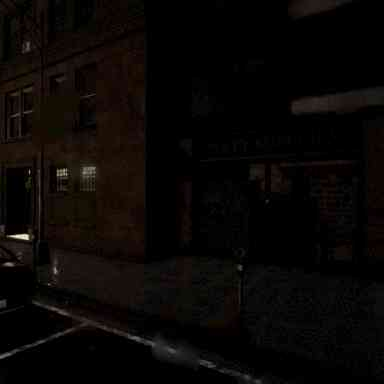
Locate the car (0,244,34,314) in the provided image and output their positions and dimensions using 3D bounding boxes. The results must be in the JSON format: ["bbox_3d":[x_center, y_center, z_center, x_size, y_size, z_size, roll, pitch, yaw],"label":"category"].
[{"bbox_3d":[-4.827,1.550,6.510,4.403,1.369,2.008,0,0,35],"label":"car"}]
